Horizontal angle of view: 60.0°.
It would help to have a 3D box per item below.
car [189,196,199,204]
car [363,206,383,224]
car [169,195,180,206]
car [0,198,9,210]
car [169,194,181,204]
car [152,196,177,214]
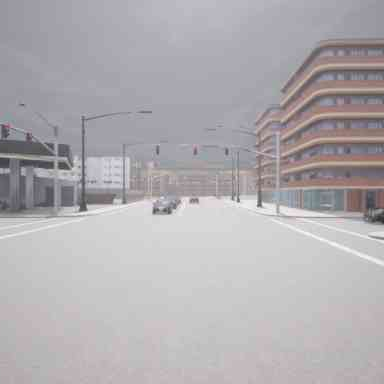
[{"bbox_3d":[0.435,1.525,65.786,1.812,1.442,4.674,0,0,0],"label":"car"},{"bbox_3d":[14.724,1.352,23.642,4.553,1.767,2.097,0,0,1],"label":"car"},{"bbox_3d":[-3.131,1.352,44.911,2.097,1.767,4.553,0,0,0],"label":"car"},{"bbox_3d":[-23.941,1.456,39.386,3.806,1.475,1.970,0,0,1],"label":"car"},{"bbox_3d":[-3.204,1.352,65.083,2.097,1.767,4.553,0,0,0],"label":"car"},{"bbox_3d":[-3.074,1.491,35.193,2.128,1.511,4.902,0,0,0],"label":"car"}]
